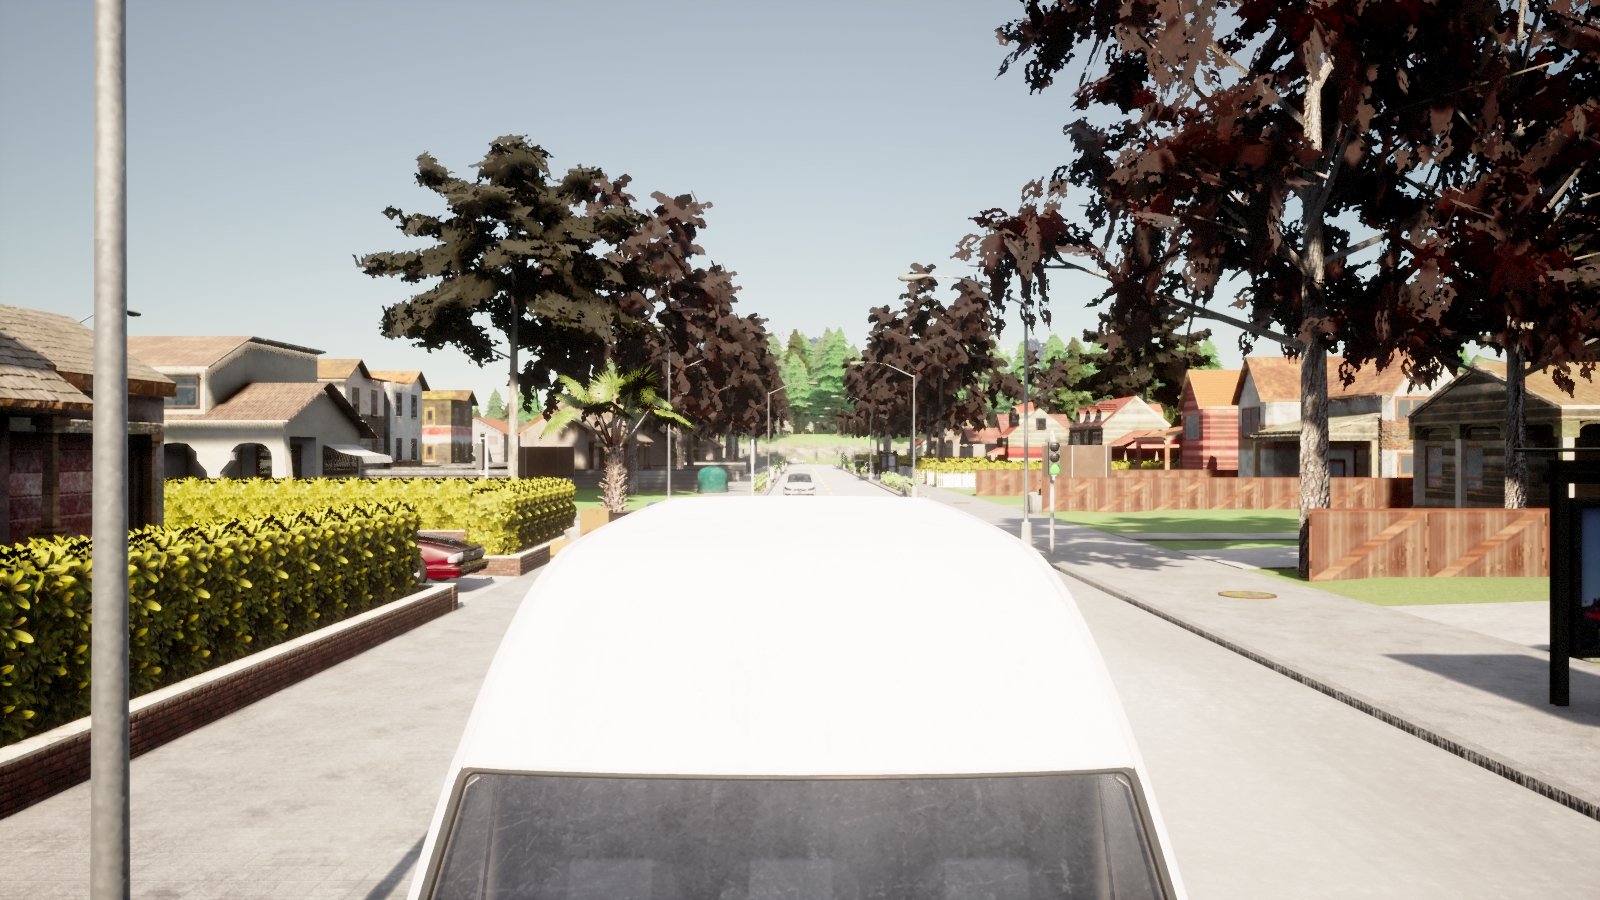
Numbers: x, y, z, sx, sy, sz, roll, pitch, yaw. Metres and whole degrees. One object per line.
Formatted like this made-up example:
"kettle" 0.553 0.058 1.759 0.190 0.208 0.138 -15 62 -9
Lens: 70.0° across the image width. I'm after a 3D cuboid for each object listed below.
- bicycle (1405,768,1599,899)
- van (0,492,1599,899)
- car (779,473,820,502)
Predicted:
"bicycle" 2.687 2.062 3.843 0.329 1.471 1.835 0 0 0
"van" 0.002 1.537 4.030 1.988 2.561 5.915 0 0 0
"car" -0.024 2.087 64.511 2.231 1.480 4.892 0 0 0
